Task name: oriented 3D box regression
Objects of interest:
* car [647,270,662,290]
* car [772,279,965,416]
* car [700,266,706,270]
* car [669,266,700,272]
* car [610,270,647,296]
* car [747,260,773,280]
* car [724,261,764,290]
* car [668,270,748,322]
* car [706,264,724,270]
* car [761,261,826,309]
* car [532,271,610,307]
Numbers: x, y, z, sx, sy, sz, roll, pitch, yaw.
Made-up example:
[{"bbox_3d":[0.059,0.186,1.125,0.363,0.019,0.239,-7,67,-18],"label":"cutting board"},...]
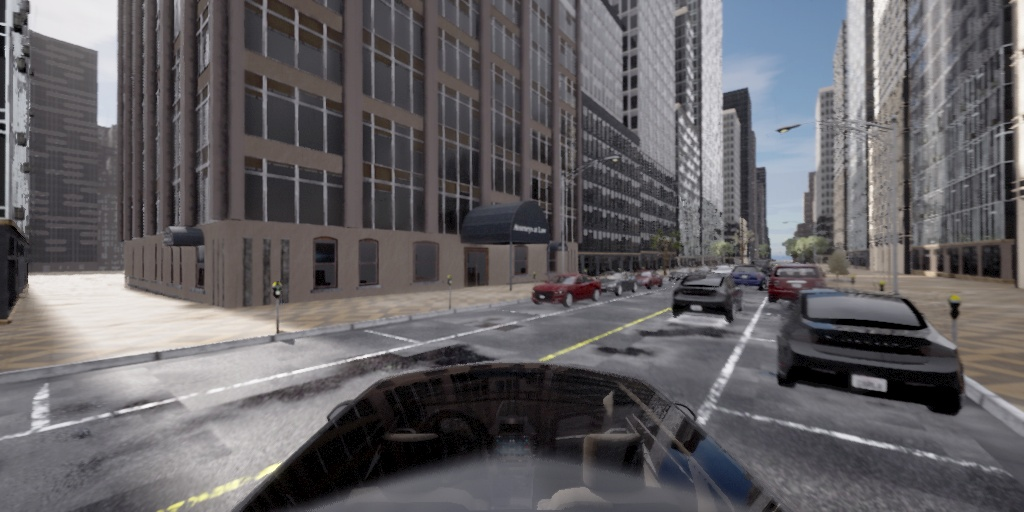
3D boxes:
[{"bbox_3d":[9.540,1.654,25.703,1.802,1.307,4.207,0,0,37],"label":"car"},{"bbox_3d":[5.805,1.327,6.282,1.837,1.490,4.892,0,-1,37],"label":"car"},{"bbox_3d":[23.352,1.884,43.759,2.007,1.370,4.403,0,0,37],"label":"car"},{"bbox_3d":[16.446,1.754,34.731,2.007,1.370,4.403,0,0,37],"label":"car"},{"bbox_3d":[6.087,1.557,21.189,2.007,1.370,4.403,0,0,37],"label":"car"},{"bbox_3d":[28.279,1.534,40.838,2.150,2.045,5.566,0,-1,37],"label":"car"},{"bbox_3d":[17.159,1.452,26.139,2.097,1.767,4.553,0,-1,37],"label":"car"},{"bbox_3d":[7.289,1.417,13.232,1.837,1.490,4.892,0,-1,37],"label":"car"},{"bbox_3d":[22.274,1.785,37.980,1.812,1.442,4.674,0,-1,38],"label":"car"},{"bbox_3d":[12.744,1.279,16.098,2.192,1.841,5.009,0,0,37],"label":"car"},{"bbox_3d":[2.634,1.486,16.675,1.888,1.381,4.507,0,0,37],"label":"car"}]
